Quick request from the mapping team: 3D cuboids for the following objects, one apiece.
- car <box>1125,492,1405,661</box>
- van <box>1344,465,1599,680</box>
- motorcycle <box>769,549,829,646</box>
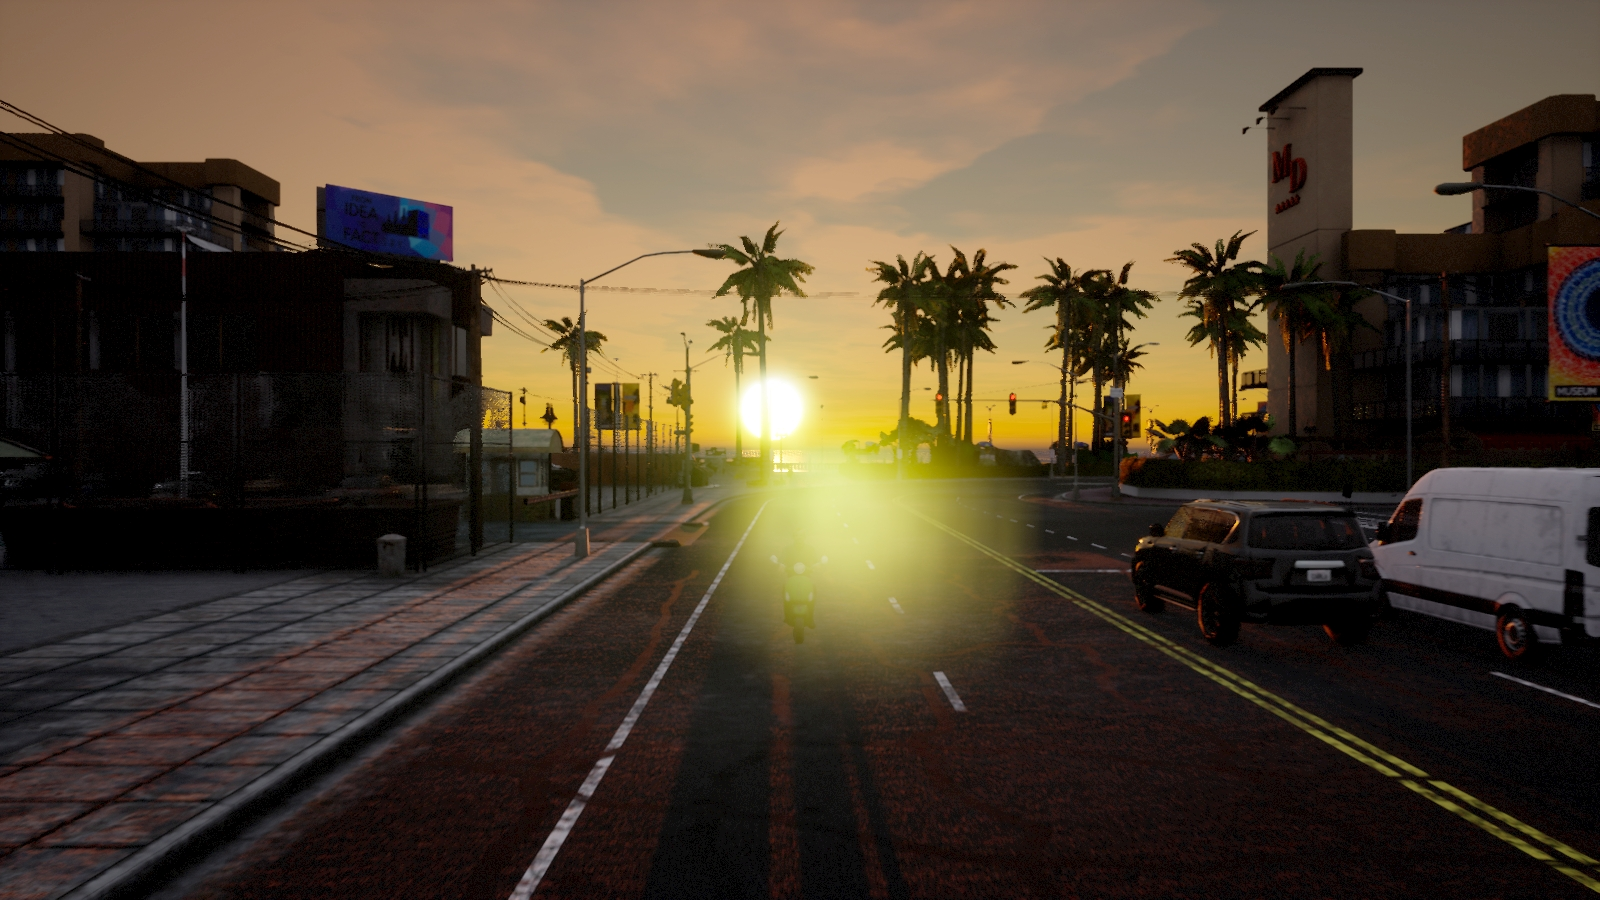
[{"bbox_3d":[6.979,1.779,17.971,2.150,2.045,5.566,0,0,0],"label":"car"},{"bbox_3d":[10.481,1.534,16.972,1.988,2.561,5.915,0,0,0],"label":"van"},{"bbox_3d":[-0.016,2.182,17.183,0.856,1.236,1.805,0,0,0],"label":"motorcycle"}]
